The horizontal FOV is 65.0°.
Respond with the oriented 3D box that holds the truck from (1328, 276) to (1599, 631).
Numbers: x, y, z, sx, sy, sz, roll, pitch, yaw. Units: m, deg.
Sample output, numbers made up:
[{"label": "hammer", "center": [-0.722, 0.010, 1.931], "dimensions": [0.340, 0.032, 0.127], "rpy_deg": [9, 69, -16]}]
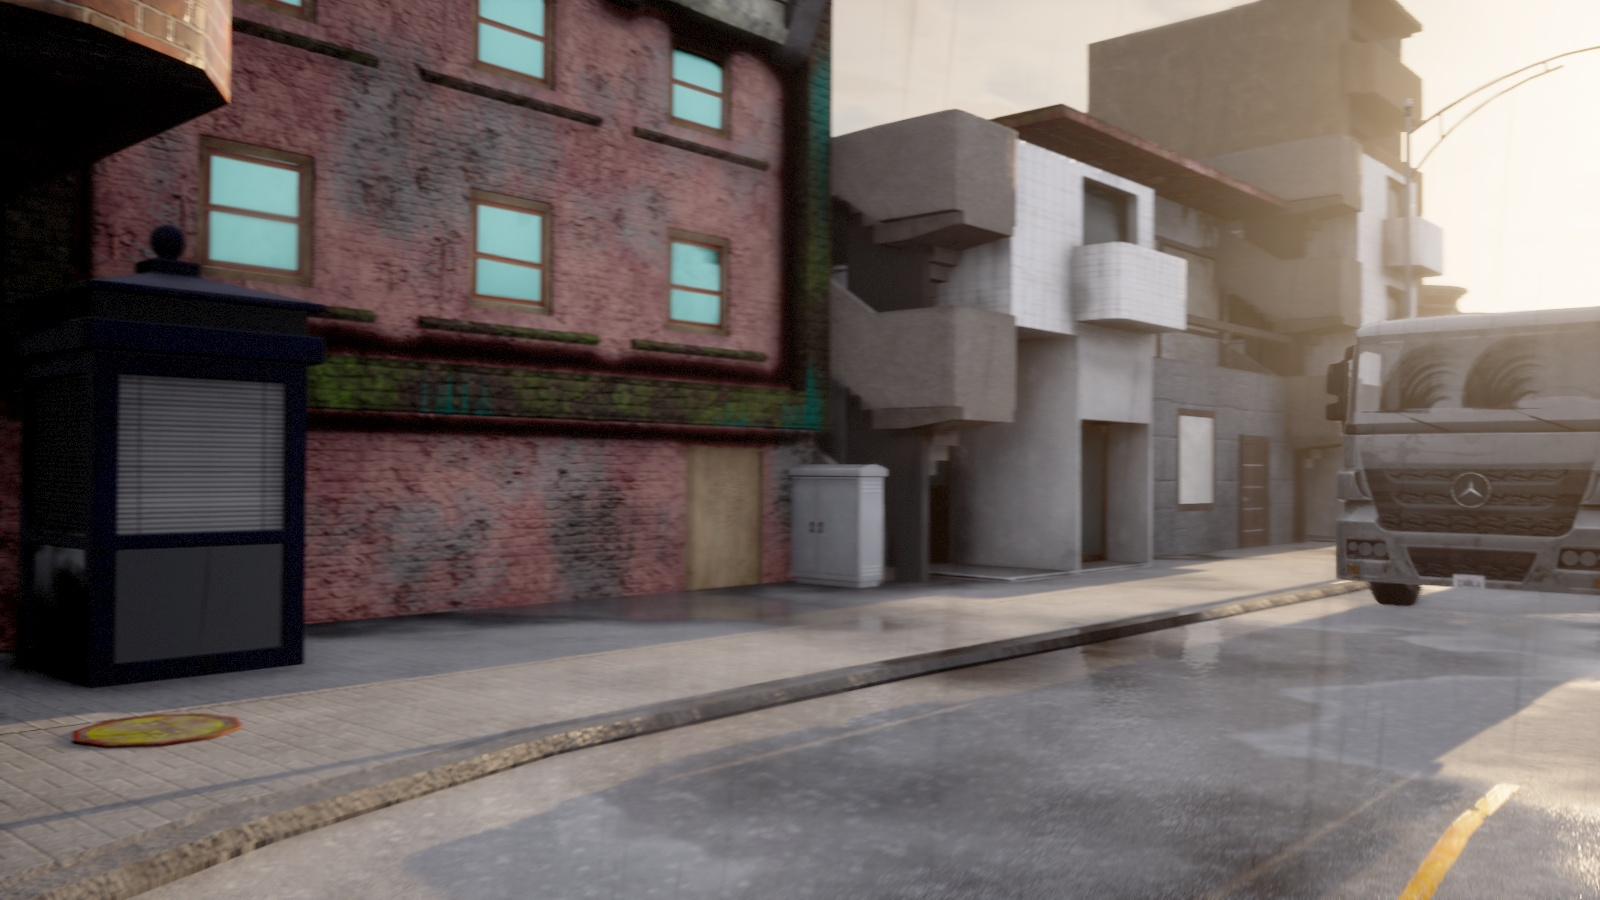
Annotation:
[{"label": "truck", "center": [9.619, 0.088, 15.954], "dimensions": [2.891, 3.462, 7.936], "rpy_deg": [-1, -1, 42]}]
